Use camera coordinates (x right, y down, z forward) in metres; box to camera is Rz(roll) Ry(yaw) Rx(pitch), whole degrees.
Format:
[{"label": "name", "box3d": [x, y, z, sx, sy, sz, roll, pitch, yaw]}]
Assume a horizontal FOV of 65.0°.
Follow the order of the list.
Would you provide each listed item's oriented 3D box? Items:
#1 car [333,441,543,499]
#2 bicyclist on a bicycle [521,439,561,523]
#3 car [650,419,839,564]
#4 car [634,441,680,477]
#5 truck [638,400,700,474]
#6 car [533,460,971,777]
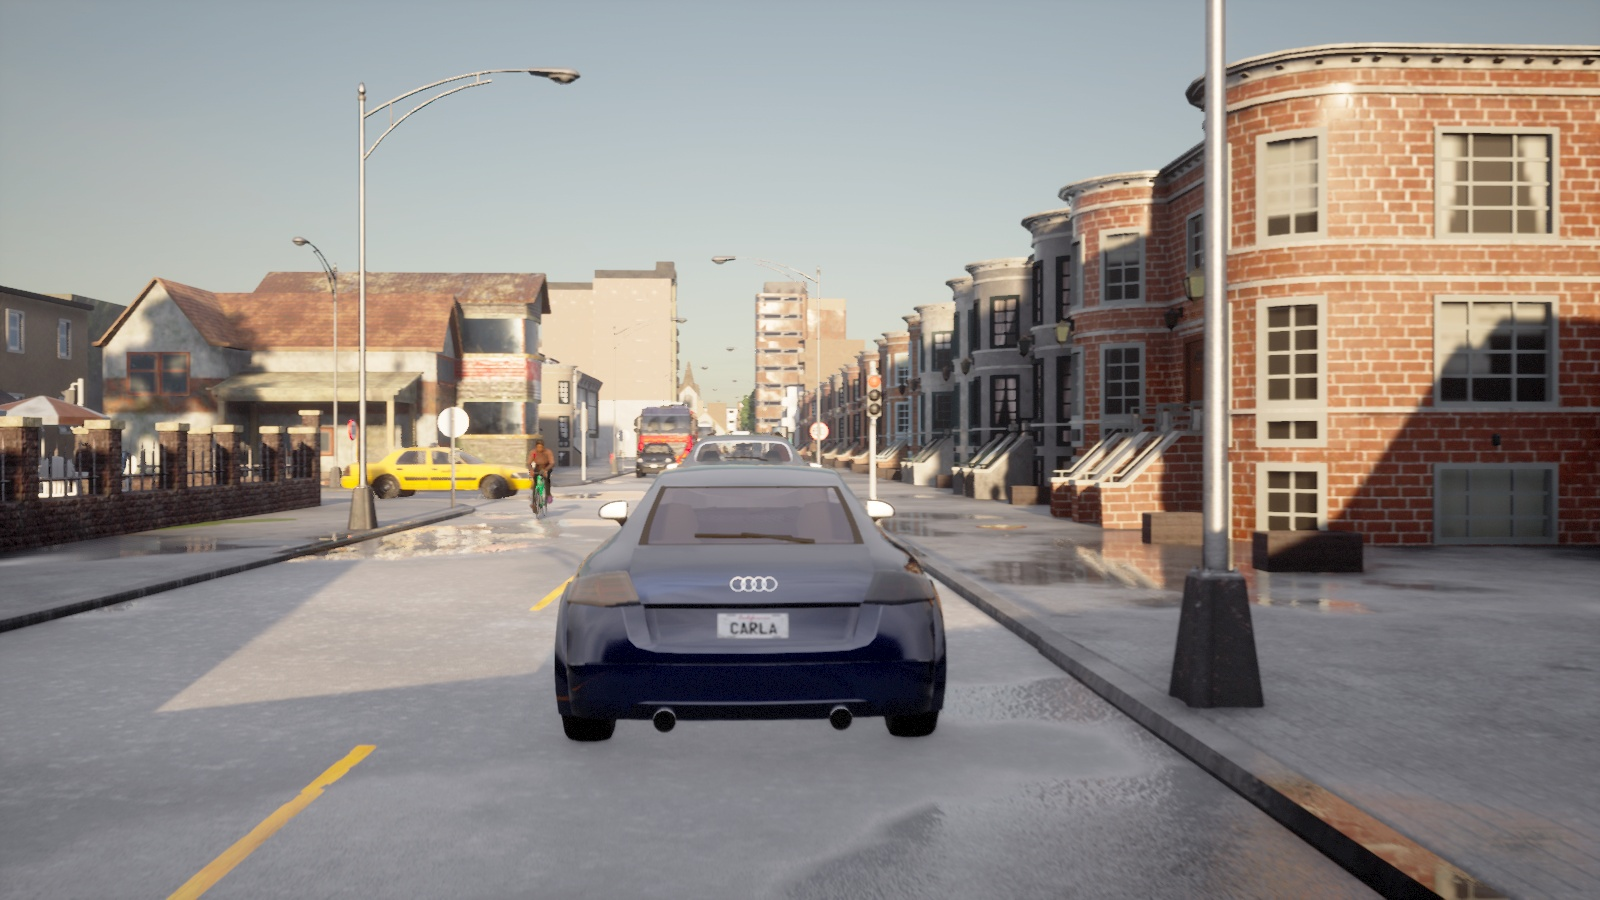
[{"label": "car", "box3d": [-10.045, 0.543, 35.101, 5.366, 1.575, 1.801, 0, 0, 0]}, {"label": "bicyclist on a bicycle", "box3d": [-5.188, 0.598, 25.210, 0.582, 1.620, 1.656, 0, 1, -4]}, {"label": "car", "box3d": [-0.734, 0.459, 16.807, 2.152, 1.651, 5.027, 0, 0, -2]}, {"label": "car", "box3d": [-6.617, 0.413, 58.554, 1.851, 1.617, 3.988, 0, 0, -2]}, {"label": "truck", "box3d": [-7.080, -0.691, 68.882, 2.891, 3.827, 8.468, 0, 0, -3]}, {"label": "car", "box3d": [-0.316, 0.780, 7.812, 1.994, 1.385, 4.181, 0, 0, -3]}]
